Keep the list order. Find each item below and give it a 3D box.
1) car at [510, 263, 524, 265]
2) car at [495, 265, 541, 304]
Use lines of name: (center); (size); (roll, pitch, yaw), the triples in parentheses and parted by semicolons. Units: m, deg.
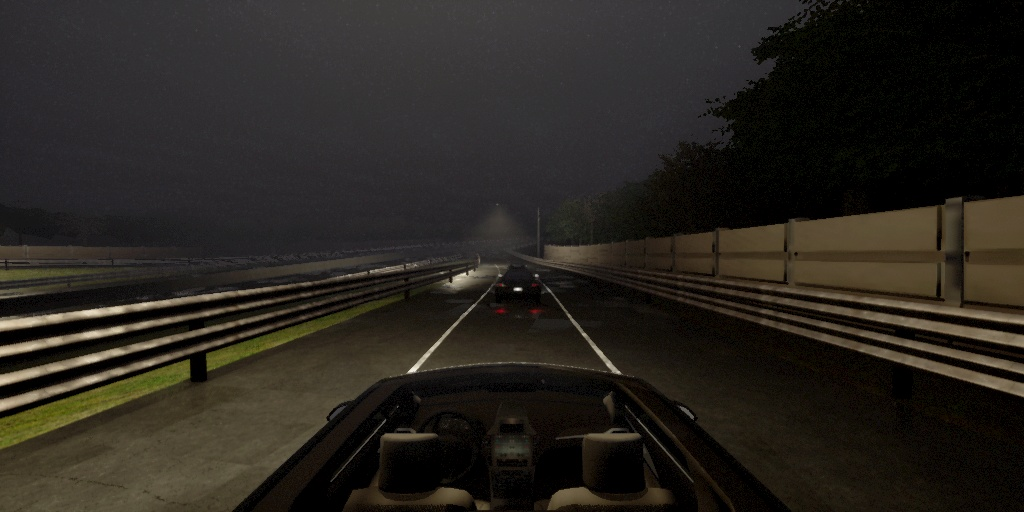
car: (0.467, 1.289, 31.489); (1.994, 1.385, 4.181); (0, 0, 0)
car: (0.295, 1.308, 16.409); (1.994, 1.385, 4.181); (0, 0, 2)
